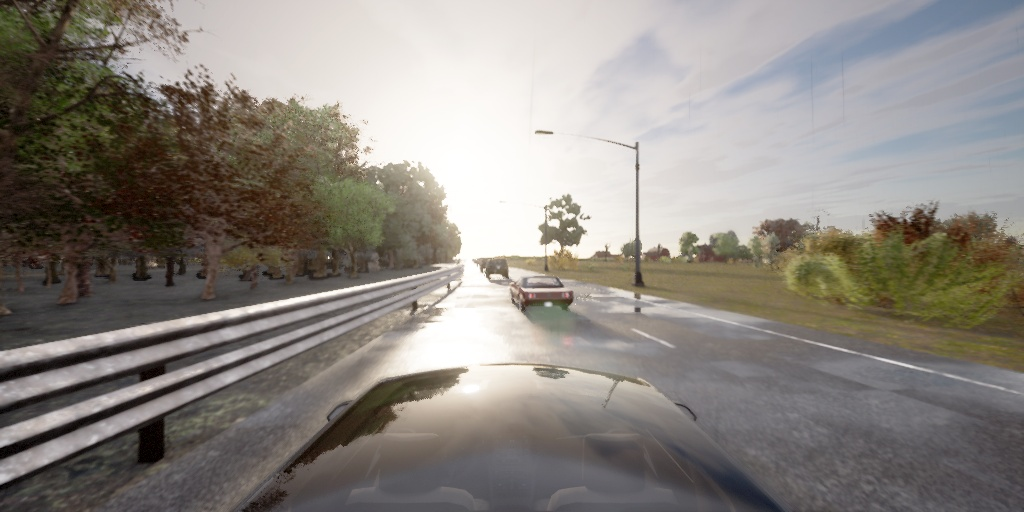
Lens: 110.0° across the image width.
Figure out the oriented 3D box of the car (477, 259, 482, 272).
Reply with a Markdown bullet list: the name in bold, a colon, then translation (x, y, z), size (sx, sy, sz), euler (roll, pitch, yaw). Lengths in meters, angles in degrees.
- **car**: translation (-3.704, 1.318, 53.980), size (2.150, 2.045, 5.566), euler (0, 0, -7)

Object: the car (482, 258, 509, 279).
- **car**: translation (-1.605, 1.211, 36.677), size (2.150, 2.045, 5.566), euler (0, 0, -7)

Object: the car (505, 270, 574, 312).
- **car**: translation (1.033, 1.448, 14.940), size (1.895, 1.301, 4.718), euler (0, 0, -7)
